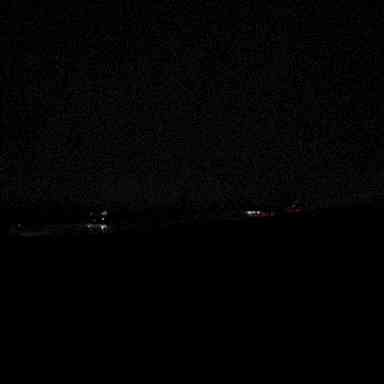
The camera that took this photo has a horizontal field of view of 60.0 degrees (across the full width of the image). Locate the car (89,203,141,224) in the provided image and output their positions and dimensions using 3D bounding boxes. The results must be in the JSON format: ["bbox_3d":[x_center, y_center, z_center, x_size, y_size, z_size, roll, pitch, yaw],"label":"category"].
[{"bbox_3d":[-6.600,1.771,28.850,2.097,1.767,4.553,-1,-2,36],"label":"car"}]

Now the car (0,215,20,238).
[{"bbox_3d":[-10.186,1.568,15.639,1.837,1.490,4.892,-3,-2,7],"label":"car"}]

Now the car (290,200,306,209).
[{"bbox_3d":[18.052,2.088,56.879,1.812,1.442,4.674,-1,0,36],"label":"car"}]

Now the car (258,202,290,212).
[{"bbox_3d":[12.014,2.123,48.431,2.128,1.511,4.902,-1,-1,36],"label":"car"}]

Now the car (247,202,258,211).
[{"bbox_3d":[10.607,2.232,52.576,2.033,1.411,5.357,-1,0,36],"label":"car"}]
